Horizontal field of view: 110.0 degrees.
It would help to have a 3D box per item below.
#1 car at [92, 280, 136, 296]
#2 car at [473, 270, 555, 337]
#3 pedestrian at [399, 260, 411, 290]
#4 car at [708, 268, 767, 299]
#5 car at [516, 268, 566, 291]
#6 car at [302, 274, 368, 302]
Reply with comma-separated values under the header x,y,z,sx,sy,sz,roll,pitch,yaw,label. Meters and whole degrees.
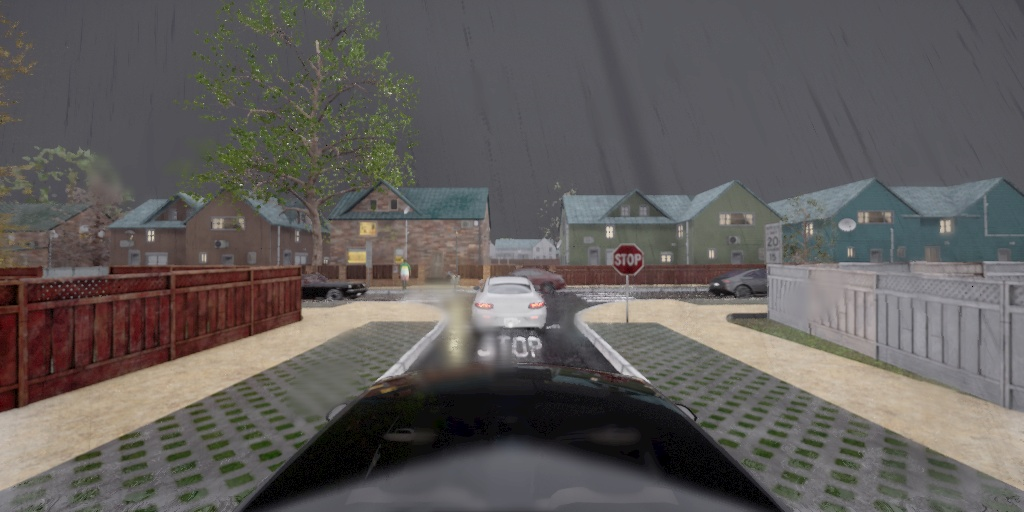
x,y,z,sx,sy,sz,roll,pitch,yaw,label
-20.189,1.623,19.644,4.181,1.385,1.994,-1,-2,1,car
-0.129,1.287,10.270,1.812,1.442,4.674,0,0,-3,car
-6.670,1.134,22.361,0.375,1.860,0.375,0,-1,1,pedestrian
11.263,1.239,16.220,4.181,1.385,1.994,0,-2,1,car
0.558,1.375,19.328,4.674,1.442,1.812,-1,-1,1,car
-9.259,1.465,16.529,4.718,1.301,1.895,-1,-2,1,car
